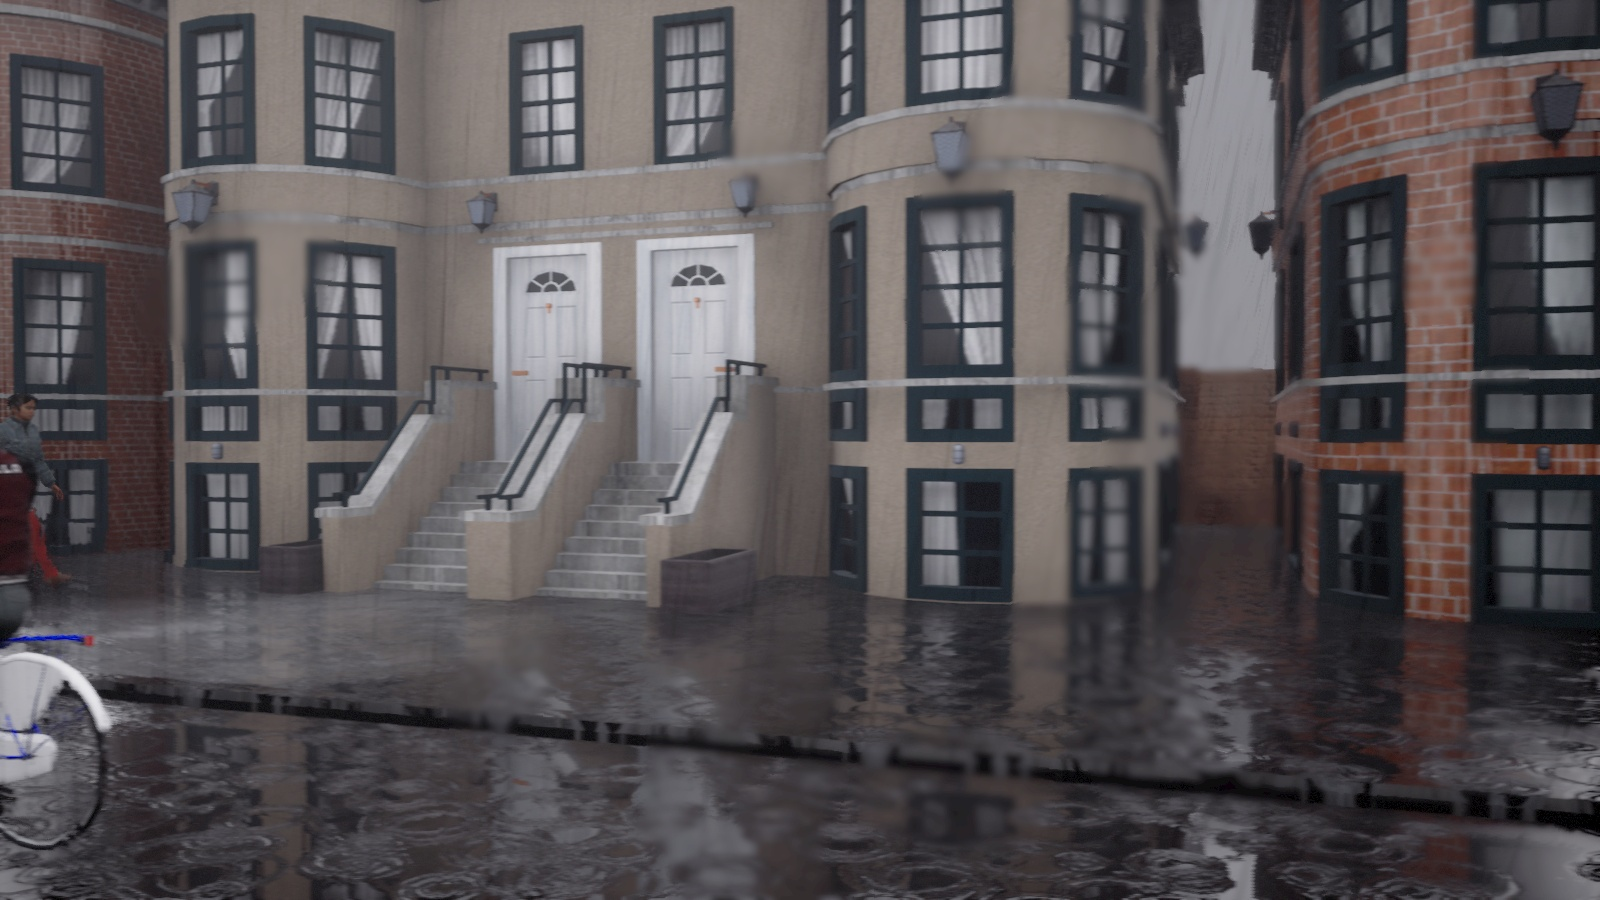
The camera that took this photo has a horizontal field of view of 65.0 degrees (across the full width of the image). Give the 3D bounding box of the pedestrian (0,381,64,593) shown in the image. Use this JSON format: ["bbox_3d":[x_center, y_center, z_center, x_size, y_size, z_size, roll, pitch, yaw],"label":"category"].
[{"bbox_3d":[-6.930,0.316,11.120,0.614,1.847,0.353,0,1,7],"label":"pedestrian"}]

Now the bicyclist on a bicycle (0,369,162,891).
[{"bbox_3d":[-3.461,0.598,4.875,1.843,1.776,0.659,1,1,19],"label":"bicyclist on a bicycle"}]
